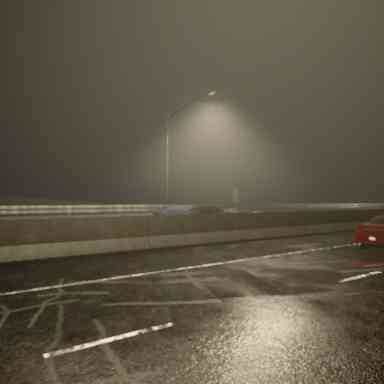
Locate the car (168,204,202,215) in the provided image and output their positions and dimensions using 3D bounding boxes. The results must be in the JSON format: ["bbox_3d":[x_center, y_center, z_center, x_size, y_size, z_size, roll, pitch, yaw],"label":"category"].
[{"bbox_3d":[0.836,1.756,25.984,4.674,1.442,1.812,1,-1,-35],"label":"car"}]

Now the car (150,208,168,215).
[{"bbox_3d":[-1.011,1.781,28.967,5.357,1.411,2.033,1,-1,-35],"label":"car"}]

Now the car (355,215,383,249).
[{"bbox_3d":[9.072,1.709,14.418,5.008,1.535,1.882,1,-1,-35],"label":"car"}]

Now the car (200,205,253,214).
[{"bbox_3d":[2.985,1.798,23.215,4.181,1.385,1.994,1,-1,-35],"label":"car"}]
